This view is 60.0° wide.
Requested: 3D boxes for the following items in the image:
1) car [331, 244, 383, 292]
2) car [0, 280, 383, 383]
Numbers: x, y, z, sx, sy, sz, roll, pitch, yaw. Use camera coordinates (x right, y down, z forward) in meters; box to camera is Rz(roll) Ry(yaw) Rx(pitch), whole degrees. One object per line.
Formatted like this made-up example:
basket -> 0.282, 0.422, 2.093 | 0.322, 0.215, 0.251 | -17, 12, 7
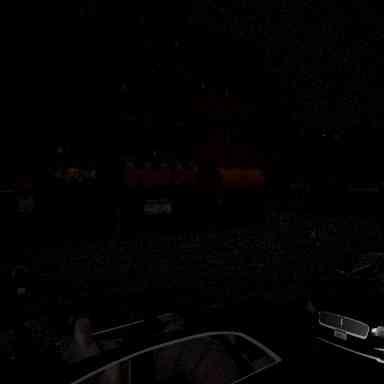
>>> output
car -> 3.628, 1.548, 5.430 | 4.403, 1.369, 2.008 | 0, -2, -36
car -> -0.805, 1.550, 2.261 | 4.403, 1.369, 2.008 | 0, -2, -36
